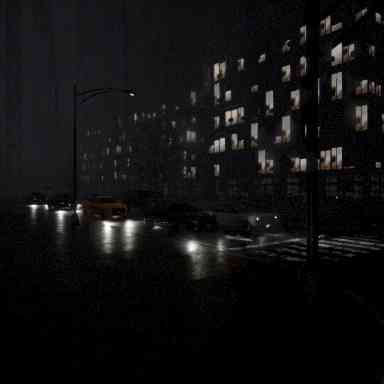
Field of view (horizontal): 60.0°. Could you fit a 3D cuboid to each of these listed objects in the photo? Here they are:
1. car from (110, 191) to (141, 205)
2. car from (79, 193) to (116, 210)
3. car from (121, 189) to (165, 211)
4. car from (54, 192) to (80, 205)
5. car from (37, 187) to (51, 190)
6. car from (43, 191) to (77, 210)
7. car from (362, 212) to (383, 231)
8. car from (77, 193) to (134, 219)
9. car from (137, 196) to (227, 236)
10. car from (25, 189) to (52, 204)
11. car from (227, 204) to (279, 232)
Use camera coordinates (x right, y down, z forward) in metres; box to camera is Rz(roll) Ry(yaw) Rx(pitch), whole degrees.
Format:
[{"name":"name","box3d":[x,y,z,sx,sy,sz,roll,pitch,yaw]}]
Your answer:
[{"name":"car","box3d":[-8.835,0.745,43.783,1.882,1.535,5.008,0,1,-38]},{"name":"car","box3d":[-9.737,0.883,34.087,1.882,1.535,5.008,0,1,-38]},{"name":"car","box3d":[-3.569,0.810,26.206,2.150,2.045,5.566,0,1,-38]},{"name":"car","box3d":[-15.837,0.749,41.938,1.812,1.442,4.674,0,1,-38]},{"name":"car","box3d":[-28.548,-0.025,63.726,2.150,2.045,5.566,0,1,-38]},{"name":"car","box3d":[-12.828,0.898,32.755,1.837,1.490,4.892,0,1,-38]},{"name":"car","box3d":[11.734,1.498,17.684,4.718,1.301,1.895,2,2,36]},{"name":"car","box3d":[-6.551,1.058,24.742,1.882,1.535,5.008,0,1,-38]},{"name":"car","box3d":[-0.704,1.231,17.297,1.882,1.535,5.008,0,1,-37]},{"name":"car","box3d":[-19.193,0.707,40.968,1.837,1.490,4.892,0,1,-37]},{"name":"car","box3d":[2.464,1.368,18.554,1.895,1.301,4.718,0,1,-39]}]
